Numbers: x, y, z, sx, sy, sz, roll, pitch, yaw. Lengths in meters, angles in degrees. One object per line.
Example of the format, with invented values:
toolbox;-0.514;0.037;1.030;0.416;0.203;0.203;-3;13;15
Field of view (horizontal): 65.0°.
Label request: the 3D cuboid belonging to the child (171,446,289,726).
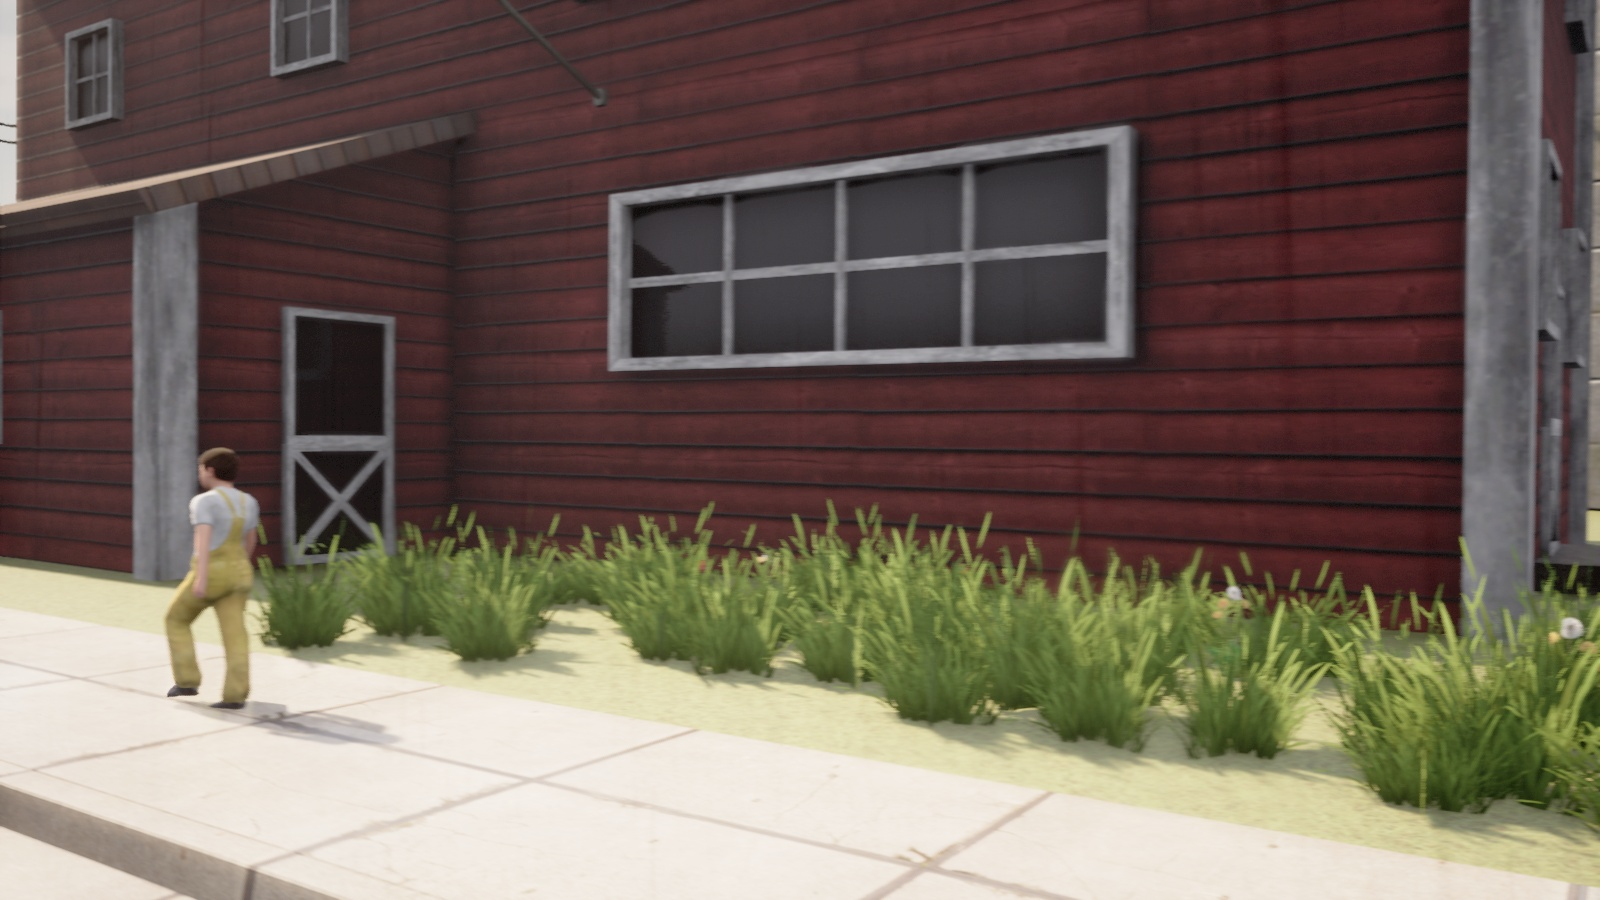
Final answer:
child;-2.677;0.617;5.899;0.437;1.263;0.270;0;1;26
